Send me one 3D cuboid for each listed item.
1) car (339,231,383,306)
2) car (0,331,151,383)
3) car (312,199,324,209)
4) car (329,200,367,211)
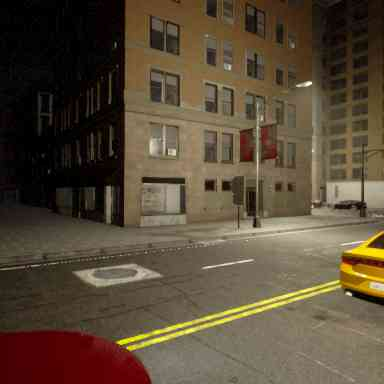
[{"bbox_3d":[5.222,1.478,7.183,5.008,1.535,1.882,0,0,-35],"label":"car"},{"bbox_3d":[-2.405,1.526,1.723,4.674,1.442,1.812,0,0,-36],"label":"car"},{"bbox_3d":[15.578,1.582,44.937,2.008,1.369,4.403,0,0,-35],"label":"car"},{"bbox_3d":[18.854,1.596,40.319,1.947,1.339,4.313,0,0,-35],"label":"car"}]
